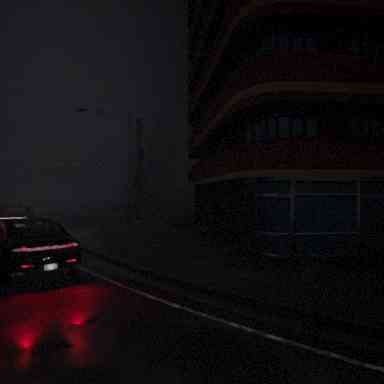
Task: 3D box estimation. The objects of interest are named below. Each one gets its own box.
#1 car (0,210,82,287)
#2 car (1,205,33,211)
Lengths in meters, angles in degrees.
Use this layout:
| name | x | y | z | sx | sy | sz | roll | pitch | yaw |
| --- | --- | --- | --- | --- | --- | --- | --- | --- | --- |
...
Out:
| name | x | y | z | sx | sy | sz | roll | pitch | yaw |
| --- | --- | --- | --- | --- | --- | --- | --- | --- | --- |
| car | -4.747 | 1.492 | 9.479 | 2.128 | 1.511 | 4.902 | 0 | 0 | -39 |
| car | -9.593 | 1.492 | 18.346 | 2.128 | 1.511 | 4.902 | 0 | 0 | -22 |
